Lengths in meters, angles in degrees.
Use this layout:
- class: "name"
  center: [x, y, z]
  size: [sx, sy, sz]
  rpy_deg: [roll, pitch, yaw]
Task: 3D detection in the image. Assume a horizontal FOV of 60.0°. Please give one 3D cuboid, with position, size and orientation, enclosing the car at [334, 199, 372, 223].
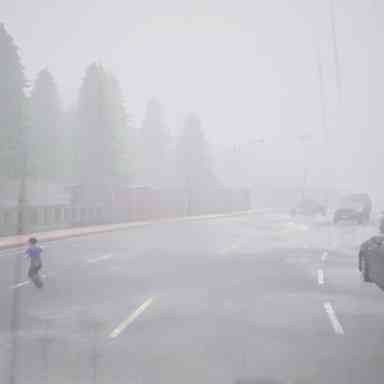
- class: "car"
  center: [11.953, 1.526, 24.844]
  size: [1.812, 1.442, 4.674]
  rpy_deg: [0, 0, 36]

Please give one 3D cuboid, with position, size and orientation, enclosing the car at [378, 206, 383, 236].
- class: "car"
  center: [11.774, 1.526, 18.669]
  size: [1.812, 1.442, 4.674]
  rpy_deg: [0, 0, 35]

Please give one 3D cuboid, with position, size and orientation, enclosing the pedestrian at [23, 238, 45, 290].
- class: "pedestrian"
  center: [-3.587, 1.574, 7.656]
  size: [0.375, 1.300, 0.375]
  rpy_deg: [0, 0, 14]

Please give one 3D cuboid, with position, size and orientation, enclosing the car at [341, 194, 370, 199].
- class: "car"
  center: [17.673, 1.221, 36.111]
  size: [2.150, 2.045, 5.566]
  rpy_deg: [0, 0, 12]

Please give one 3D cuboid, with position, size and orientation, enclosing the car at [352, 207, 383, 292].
- class: "car"
  center: [4.917, 1.352, 6.647]
  size: [2.097, 1.767, 4.553]
  rpy_deg: [0, 0, 14]

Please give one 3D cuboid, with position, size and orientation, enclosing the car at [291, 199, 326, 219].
- class: "car"
  center: [9.956, 1.331, 28.271]
  size: [2.128, 1.511, 4.902]
  rpy_deg: [0, 0, 37]
